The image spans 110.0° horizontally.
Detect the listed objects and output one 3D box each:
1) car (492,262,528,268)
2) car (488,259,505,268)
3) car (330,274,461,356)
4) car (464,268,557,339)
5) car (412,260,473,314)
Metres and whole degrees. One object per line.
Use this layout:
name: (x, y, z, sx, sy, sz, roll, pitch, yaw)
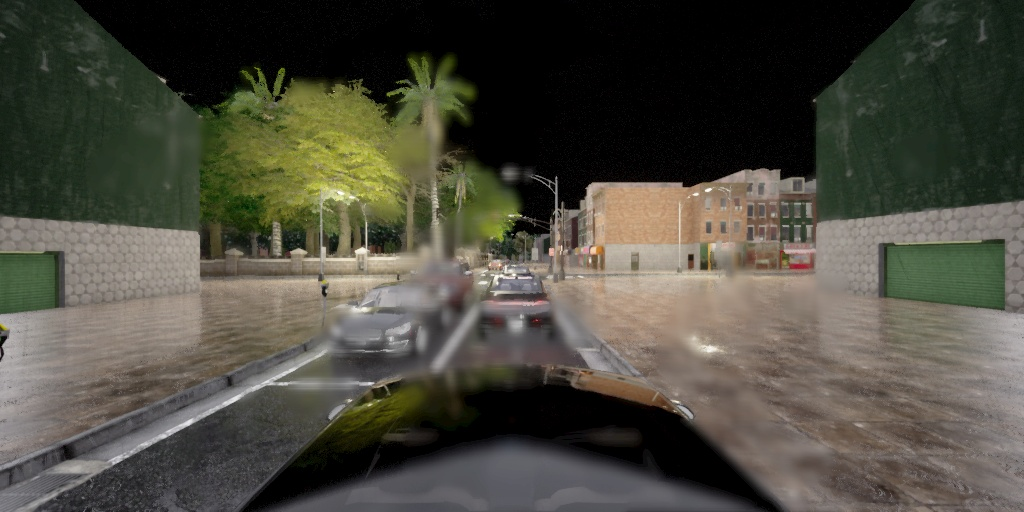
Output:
car: (0.182, 1.251, 19.398, 2.128, 1.511, 4.902, 0, 0, -2)
car: (-2.412, 1.292, 52.117, 1.967, 1.591, 4.097, 0, 0, 0)
car: (-2.610, 1.301, 8.508, 2.007, 1.370, 4.403, 0, 0, 0)
car: (0.132, 1.242, 10.009, 2.128, 1.511, 4.902, 0, 0, 0)
car: (-2.585, 1.068, 13.971, 2.192, 1.841, 5.009, 0, 0, 0)
